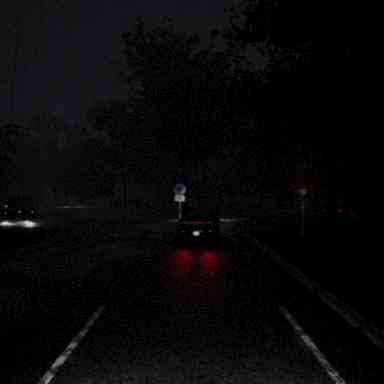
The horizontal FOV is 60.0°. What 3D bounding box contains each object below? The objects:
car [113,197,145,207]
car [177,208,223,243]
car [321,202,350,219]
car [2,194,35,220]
[{"bbox_3d":[-9.692,1.516,51.408,4.902,1.511,2.128,0,0,-28],"label":"car"},{"bbox_3d":[0.416,1.499,16.170,2.128,1.511,4.902,0,0,6],"label":"car"},{"bbox_3d":[12.547,1.561,28.999,2.033,1.411,5.357,0,0,30],"label":"car"},{"bbox_3d":[-15.285,1.235,29.254,2.150,2.045,5.566,-1,0,-30],"label":"car"}]
